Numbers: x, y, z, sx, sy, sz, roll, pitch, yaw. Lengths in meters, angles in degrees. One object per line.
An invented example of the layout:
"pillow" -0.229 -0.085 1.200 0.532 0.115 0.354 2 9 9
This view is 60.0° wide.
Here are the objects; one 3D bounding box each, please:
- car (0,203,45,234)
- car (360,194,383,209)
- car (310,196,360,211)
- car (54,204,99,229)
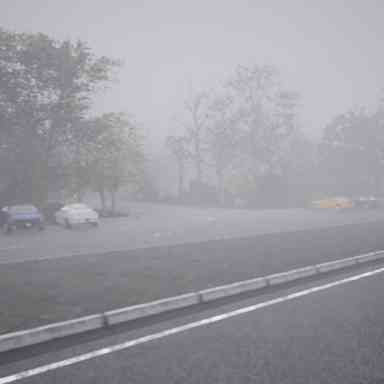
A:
"car" -9.986 1.437 19.418 2.097 1.535 5.008 0 0 -35
"car" 20.324 1.273 40.988 2.097 1.535 5.008 0 0 -35
"car" 15.794 1.281 37.750 2.097 1.535 5.008 0 0 -35
"car" -7.416 1.461 21.237 2.002 1.452 4.674 0 0 -35
